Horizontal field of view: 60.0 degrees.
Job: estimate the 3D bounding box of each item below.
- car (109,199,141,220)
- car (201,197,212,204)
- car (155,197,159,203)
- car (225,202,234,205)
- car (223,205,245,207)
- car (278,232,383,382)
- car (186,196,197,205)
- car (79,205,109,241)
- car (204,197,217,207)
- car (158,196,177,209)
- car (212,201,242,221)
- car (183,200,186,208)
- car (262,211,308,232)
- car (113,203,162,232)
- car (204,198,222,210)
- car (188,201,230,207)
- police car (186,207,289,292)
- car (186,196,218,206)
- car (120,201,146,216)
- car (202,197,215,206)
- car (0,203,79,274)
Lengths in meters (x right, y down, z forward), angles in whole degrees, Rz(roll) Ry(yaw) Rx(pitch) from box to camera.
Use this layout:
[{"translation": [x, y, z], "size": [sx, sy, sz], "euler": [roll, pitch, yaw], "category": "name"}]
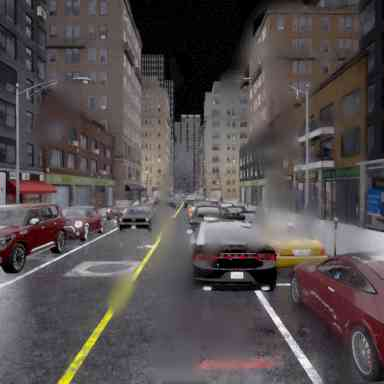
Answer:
[{"translation": [-5.752, 1.429, 27.490], "size": [1.967, 1.590, 4.097], "euler": [-1, 0, 0], "category": "car"}, {"translation": [2.705, 1.540, 61.029], "size": [1.802, 1.307, 4.206], "euler": [-1, 0, 0], "category": "car"}, {"translation": [-5.840, 1.503, 61.005], "size": [1.887, 1.381, 4.507], "euler": [-1, 0, 0], "category": "car"}, {"translation": [2.801, 1.557, 21.928], "size": [1.947, 1.339, 4.313], "euler": [-1, 0, 0], "category": "car"}, {"translation": [2.814, 1.560, 16.342], "size": [1.947, 1.339, 4.313], "euler": [-1, 0, 0], "category": "car"}, {"translation": [2.842, 1.580, 5.170], "size": [1.802, 1.307, 4.206], "euler": [-1, 0, 0], "category": "car"}, {"translation": [-0.162, 1.437, 60.153], "size": [1.882, 1.535, 5.008], "euler": [0, 0, 0], "category": "car"}, {"translation": [-5.722, 1.434, 16.319], "size": [1.967, 1.590, 4.097], "euler": [-1, 0, 0], "category": "car"}, {"translation": [2.732, 1.496, 50.027], "size": [1.752, 1.417, 4.829], "euler": [-1, 0, 0], "category": "car"}, {"translation": [-3.122, 1.576, 45.336], "size": [1.895, 1.301, 4.718], "euler": [0, 0, 0], "category": "car"}, {"translation": [2.787, 1.539, 27.514], "size": [2.008, 1.369, 4.403], "euler": [-1, 0, 0], "category": "car"}, {"translation": [-0.115, 1.479, 46.414], "size": [1.837, 1.490, 4.892], "euler": [0, 0, 0], "category": "car"}, {"translation": [2.827, 1.522, 10.926], "size": [1.752, 1.417, 4.829], "euler": [-1, 0, 0], "category": "car"}, {"translation": [-3.154, 1.593, 20.195], "size": [1.895, 1.301, 4.718], "euler": [0, 0, 0], "category": "car"}, {"translation": [2.746, 1.527, 44.271], "size": [2.008, 1.369, 4.403], "euler": [-1, 0, 0], "category": "car"}, {"translation": [0.848, 1.498, 18.978], "size": [1.837, 1.490, 4.892], "euler": [0, 0, 0], "category": "car"}, {"translation": [0.875, 1.422, 9.088], "size": [1.930, 1.638, 5.238], "euler": [0, 0, 0], "category": "police car"}, {"translation": [0.767, 1.342, 24.940], "size": [2.097, 1.767, 4.553], "euler": [0, 0, -1], "category": "car"}, {"translation": [-5.765, 1.567, 33.076], "size": [1.802, 1.307, 4.206], "euler": [-1, 0, 0], "category": "car"}, {"translation": [2.719, 1.531, 55.443], "size": [1.947, 1.339, 4.313], "euler": [-1, 0, 0], "category": "car"}, {"translation": [-5.708, 1.311, 10.733], "size": [2.192, 1.841, 5.009], "euler": [-1, 0, 0], "category": "car"}]
